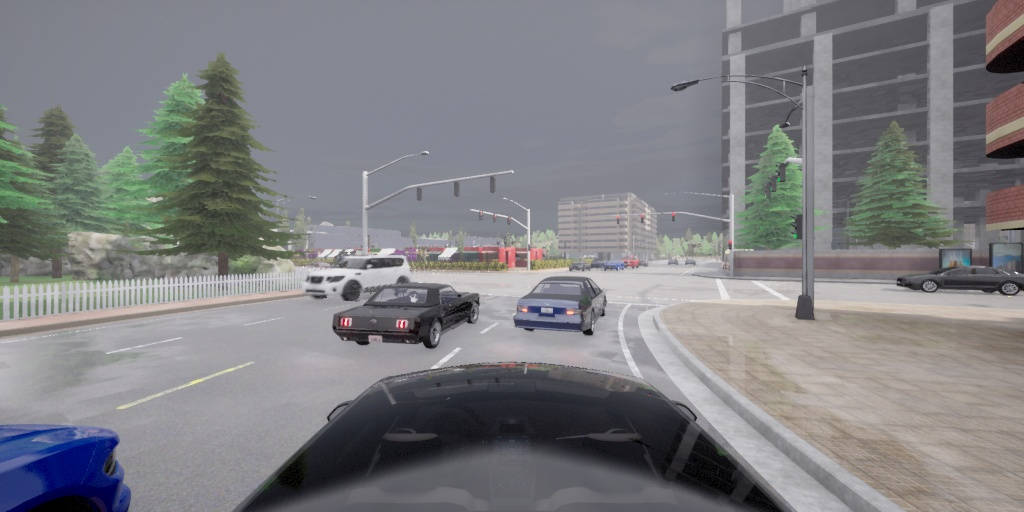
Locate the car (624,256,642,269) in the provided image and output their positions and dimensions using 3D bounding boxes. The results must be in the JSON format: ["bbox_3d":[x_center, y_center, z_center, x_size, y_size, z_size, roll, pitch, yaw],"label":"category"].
[{"bbox_3d":[18.786,0.972,57.318,2.150,2.045,5.566,0,0,30],"label":"car"}]

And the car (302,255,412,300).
[{"bbox_3d":[-7.216,0.971,17.512,2.150,2.045,5.566,0,0,22],"label":"car"}]

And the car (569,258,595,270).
[{"bbox_3d":[8.992,1.314,47.230,1.994,1.385,4.181,0,0,30],"label":"car"}]

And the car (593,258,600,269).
[{"bbox_3d":[13.337,1.351,54.850,1.895,1.301,4.718,0,0,30],"label":"car"}]

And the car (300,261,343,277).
[{"bbox_3d":[-20.102,1.331,37.834,4.674,1.442,1.812,0,0,30],"label":"car"}]

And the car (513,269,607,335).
[{"bbox_3d":[1.666,1.297,10.612,2.033,1.411,5.357,0,0,20],"label":"car"}]

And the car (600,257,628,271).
[{"bbox_3d":[13.998,1.227,48.949,1.882,1.535,5.008,0,0,30],"label":"car"}]

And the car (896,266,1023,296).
[{"bbox_3d":[25.018,1.310,20.027,4.892,1.490,1.837,0,0,30],"label":"car"}]

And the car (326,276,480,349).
[{"bbox_3d":[-2.268,1.351,9.251,1.895,1.301,4.718,0,0,11],"label":"car"}]
